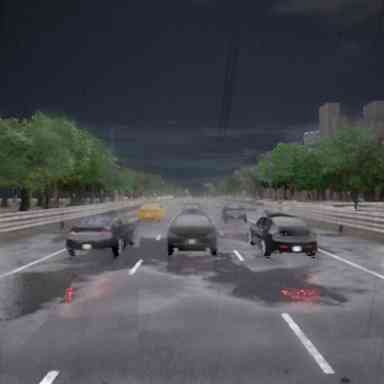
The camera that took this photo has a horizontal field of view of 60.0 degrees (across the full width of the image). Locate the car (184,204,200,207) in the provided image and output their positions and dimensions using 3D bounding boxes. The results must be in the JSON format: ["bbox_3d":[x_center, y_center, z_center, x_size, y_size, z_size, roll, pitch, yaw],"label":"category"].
[{"bbox_3d":[0.010,1.782,28.512,1.837,1.490,4.892,0,0,0],"label":"car"}]

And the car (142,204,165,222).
[{"bbox_3d":[-3.484,1.759,29.242,1.882,1.535,5.008,0,0,0],"label":"car"}]

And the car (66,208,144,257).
[{"bbox_3d":[-3.484,1.628,13.522,2.128,1.511,4.902,0,0,0],"label":"car"}]

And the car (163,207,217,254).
[{"bbox_3d":[0.022,1.620,14.246,1.882,1.535,5.008,0,0,0],"label":"car"}]

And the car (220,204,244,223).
[{"bbox_3d":[3.510,1.769,28.513,2.128,1.511,4.902,0,0,0],"label":"car"}]

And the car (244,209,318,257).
[{"bbox_3d":[3.516,1.643,13.513,1.837,1.490,4.892,0,0,0],"label":"car"}]
